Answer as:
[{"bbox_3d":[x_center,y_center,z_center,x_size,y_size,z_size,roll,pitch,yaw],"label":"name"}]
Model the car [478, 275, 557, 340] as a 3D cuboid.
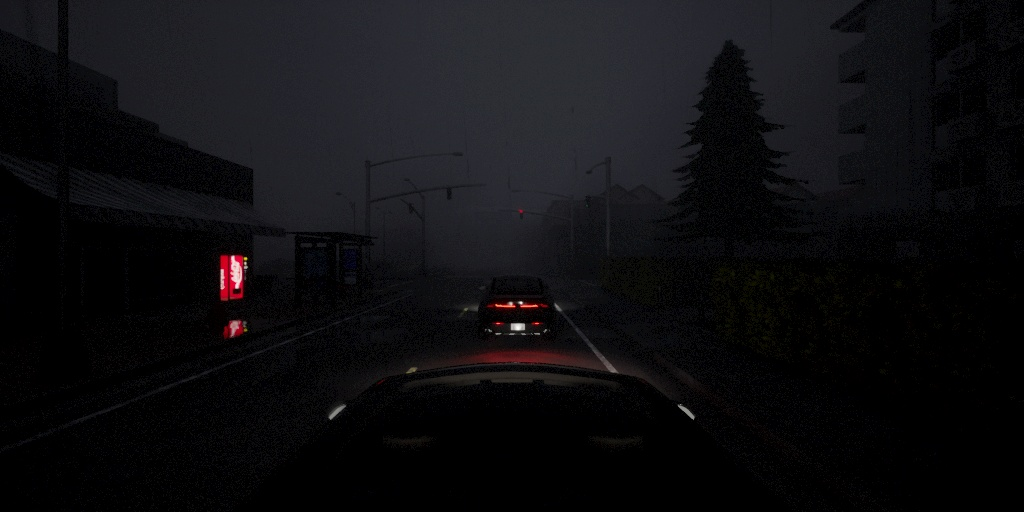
[{"bbox_3d":[0.118,1.255,10.022,1.837,1.490,4.892,0,0,0],"label":"car"}]
